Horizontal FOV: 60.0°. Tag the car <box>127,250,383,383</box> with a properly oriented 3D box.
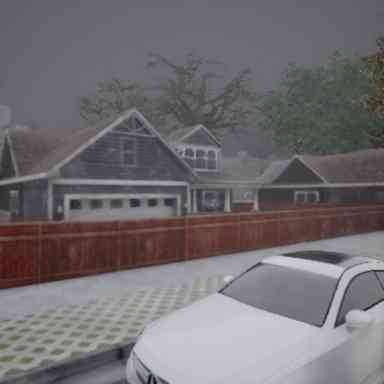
[{"bbox_3d":[1.485,1.549,4.218,4.674,1.442,1.812,0,0,-38],"label":"car"}]
